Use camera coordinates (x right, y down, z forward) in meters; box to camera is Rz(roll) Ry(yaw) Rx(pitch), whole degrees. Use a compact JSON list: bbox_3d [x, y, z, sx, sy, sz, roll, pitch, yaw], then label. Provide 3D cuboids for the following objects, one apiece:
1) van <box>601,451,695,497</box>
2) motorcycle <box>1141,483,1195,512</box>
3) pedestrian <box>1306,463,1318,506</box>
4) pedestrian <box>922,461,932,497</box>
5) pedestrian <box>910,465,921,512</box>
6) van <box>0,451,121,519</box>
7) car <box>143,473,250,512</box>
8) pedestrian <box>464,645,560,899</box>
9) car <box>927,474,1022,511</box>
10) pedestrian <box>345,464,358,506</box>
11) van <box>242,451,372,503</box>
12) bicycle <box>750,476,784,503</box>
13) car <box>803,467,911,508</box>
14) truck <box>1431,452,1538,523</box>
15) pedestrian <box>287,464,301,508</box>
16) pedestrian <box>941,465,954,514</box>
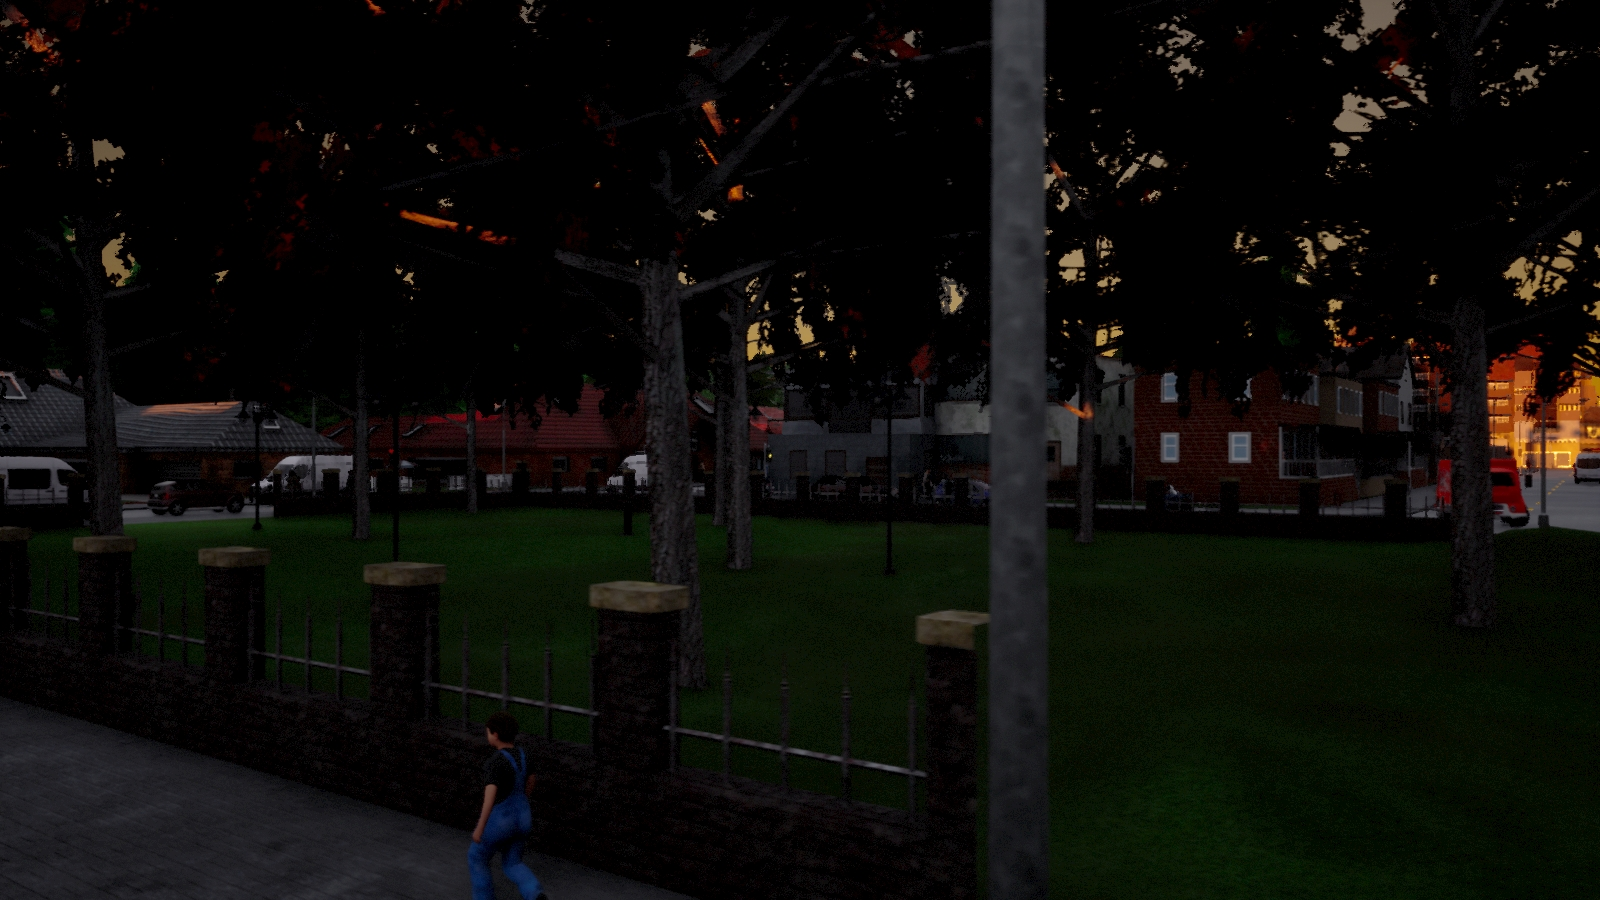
[{"bbox_3d":[-8.868,1.316,66.193,5.915,2.561,1.988,0,0,41],"label":"van"},{"bbox_3d":[15.560,1.993,48.332,2.033,1.145,0.803,0,0,36],"label":"motorcycle"},{"bbox_3d":[22.652,1.516,50.558,0.375,1.860,0.375,0,0,42],"label":"pedestrian"},{"bbox_3d":[6.713,1.525,60.435,0.375,1.860,0.375,0,0,31],"label":"pedestrian"},{"bbox_3d":[4.581,1.526,45.359,0.375,1.860,0.375,0,0,21],"label":"pedestrian"},{"bbox_3d":[-30.009,1.316,44.423,1.988,2.561,5.915,0,0,36],"label":"van"},{"bbox_3d":[-26.210,1.807,49.743,1.789,1.549,3.705,0,0,35],"label":"car"},{"bbox_3d":[-1.640,1.806,6.511,0.375,1.300,0.375,0,0,35],"label":"pedestrian"},{"bbox_3d":[7.560,1.819,49.631,3.633,1.501,1.845,0,0,36],"label":"car"},{"bbox_3d":[-19.691,1.526,50.178,0.375,1.860,0.375,0,0,35],"label":"pedestrian"},{"bbox_3d":[-25.132,1.316,58.473,1.988,2.561,5.915,0,0,35],"label":"van"},{"bbox_3d":[-1.600,1.941,55.907,1.835,1.271,0.329,0,0,35],"label":"bicycle"},{"bbox_3d":[2.615,1.687,52.882,4.553,1.767,2.097,0,0,35],"label":"car"},{"bbox_3d":[25.776,1.346,43.260,2.627,2.467,5.204,-1,0,21],"label":"truck"},{"bbox_3d":[-21.395,1.526,48.301,0.375,1.860,0.375,0,0,25],"label":"pedestrian"},{"bbox_3d":[5.715,1.525,44.280,0.375,1.860,0.375,0,0,38],"label":"pedestrian"}]
